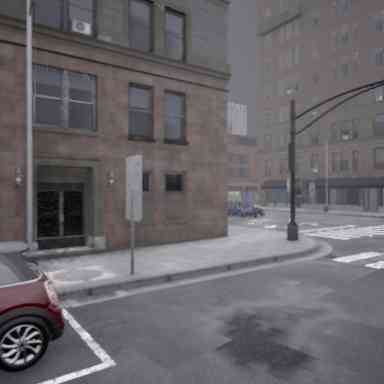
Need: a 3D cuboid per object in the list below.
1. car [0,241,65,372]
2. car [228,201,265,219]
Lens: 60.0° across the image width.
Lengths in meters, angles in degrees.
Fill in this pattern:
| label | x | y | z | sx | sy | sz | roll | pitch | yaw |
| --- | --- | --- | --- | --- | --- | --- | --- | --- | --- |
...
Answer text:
| label | x | y | z | sx | sy | sz | roll | pitch | yaw |
| --- | --- | --- | --- | --- | --- | --- | --- | --- | --- |
| car | -3.845 | 1.443 | 4.023 | 4.097 | 1.590 | 1.967 | 0 | 0 | -35 |
| car | 3.836 | 1.486 | 28.849 | 2.033 | 1.411 | 5.357 | 0 | 0 | -35 |
